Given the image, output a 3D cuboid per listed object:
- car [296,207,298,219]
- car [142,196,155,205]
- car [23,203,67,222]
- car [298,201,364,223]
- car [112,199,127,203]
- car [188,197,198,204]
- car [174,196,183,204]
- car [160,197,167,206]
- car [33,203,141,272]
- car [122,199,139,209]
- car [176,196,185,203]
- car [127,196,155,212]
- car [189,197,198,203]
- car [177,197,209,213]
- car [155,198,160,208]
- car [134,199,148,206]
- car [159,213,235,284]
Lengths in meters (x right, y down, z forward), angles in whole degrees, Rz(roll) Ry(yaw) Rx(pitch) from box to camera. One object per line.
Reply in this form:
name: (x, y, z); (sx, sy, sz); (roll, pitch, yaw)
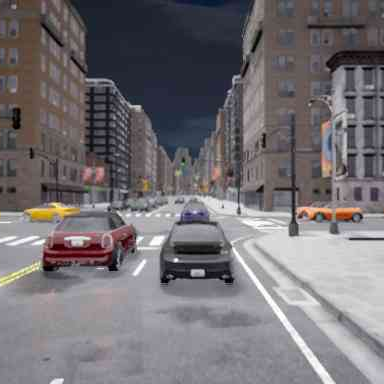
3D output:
car: (11.579, 1.652, 30.881); (4.553, 1.767, 2.097); (0, -1, 0)
car: (-9.459, 1.779, 72.628); (2.097, 1.767, 4.553); (0, 0, 0)
car: (-11.078, 1.615, 26.260); (5.008, 1.535, 1.882); (0, -2, 25)
car: (11.599, 1.591, 27.633); (4.553, 1.767, 2.097); (0, -1, 0)
car: (-9.673, 1.824, 43.446); (1.994, 1.385, 4.181); (0, 0, 0)
car: (0.299, 1.961, 74.640); (2.128, 1.511, 4.902); (0, 0, 0)
car: (-2.953, 2.020, 74.014); (1.895, 1.301, 4.718); (0, 0, 0)
car: (-6.257, 1.924, 60.967); (1.994, 1.385, 4.181); (0, 0, 0)
car: (-3.163, 1.421, 11.181); (2.097, 1.767, 4.553); (0, 0, -1)
car: (-9.612, 1.815, 52.266); (1.837, 1.490, 4.892); (0, 0, 0)
car: (-2.913, 1.837, 83.988); (2.128, 1.511, 4.902); (0, 0, 0)
car: (-6.427, 1.607, 42.385); (2.097, 1.767, 4.553); (0, 0, 0)
car: (0.341, 2.009, 84.742); (2.128, 1.511, 4.902); (0, 0, 0)
car: (0.205, 1.522, 25.835); (2.097, 1.767, 4.553); (0, -1, 0)
car: (-6.381, 1.830, 50.961); (1.812, 1.442, 4.674); (0, 0, 1)
car: (-9.501, 1.968, 62.313); (1.895, 1.301, 4.718); (0, 0, 0)
car: (0.132, 1.564, 9.753); (1.837, 1.490, 4.892); (0, -1, 0)
